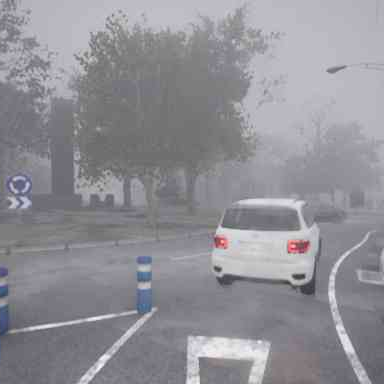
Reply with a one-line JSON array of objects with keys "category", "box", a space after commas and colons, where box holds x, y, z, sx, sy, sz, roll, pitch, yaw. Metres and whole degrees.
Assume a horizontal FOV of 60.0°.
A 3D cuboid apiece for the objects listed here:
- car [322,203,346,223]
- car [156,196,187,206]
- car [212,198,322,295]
[{"category": "car", "box": [8.641, 1.410, 22.603, 4.181, 1.385, 1.994, 0, 0, -36]}, {"category": "car", "box": [-2.764, 1.218, 44.394, 4.181, 1.385, 1.994, 0, 0, 33]}, {"category": "car", "box": [2.243, 1.180, 8.974, 2.150, 2.045, 5.566, 0, 0, 22]}]
